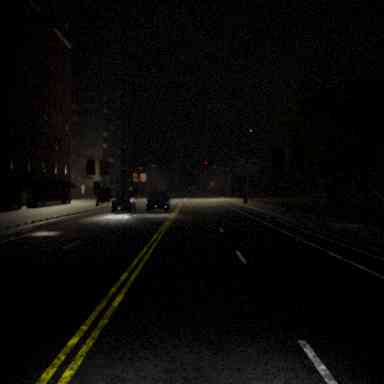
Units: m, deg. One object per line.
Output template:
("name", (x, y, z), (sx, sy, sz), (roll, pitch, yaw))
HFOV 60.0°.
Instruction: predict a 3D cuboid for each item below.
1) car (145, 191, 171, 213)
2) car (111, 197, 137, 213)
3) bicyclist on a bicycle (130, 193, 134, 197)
("car", (-3.340, 0.953, 33.570), (2.150, 2.045, 5.566), (0, 0, 0))
("car", (-6.589, 1.231, 32.588), (2.128, 1.511, 4.902), (0, 0, 0))
("bicyclist on a bicycle", (-8.749, 0.988, 47.979), (0.659, 1.776, 1.843), (0, 0, 0))
